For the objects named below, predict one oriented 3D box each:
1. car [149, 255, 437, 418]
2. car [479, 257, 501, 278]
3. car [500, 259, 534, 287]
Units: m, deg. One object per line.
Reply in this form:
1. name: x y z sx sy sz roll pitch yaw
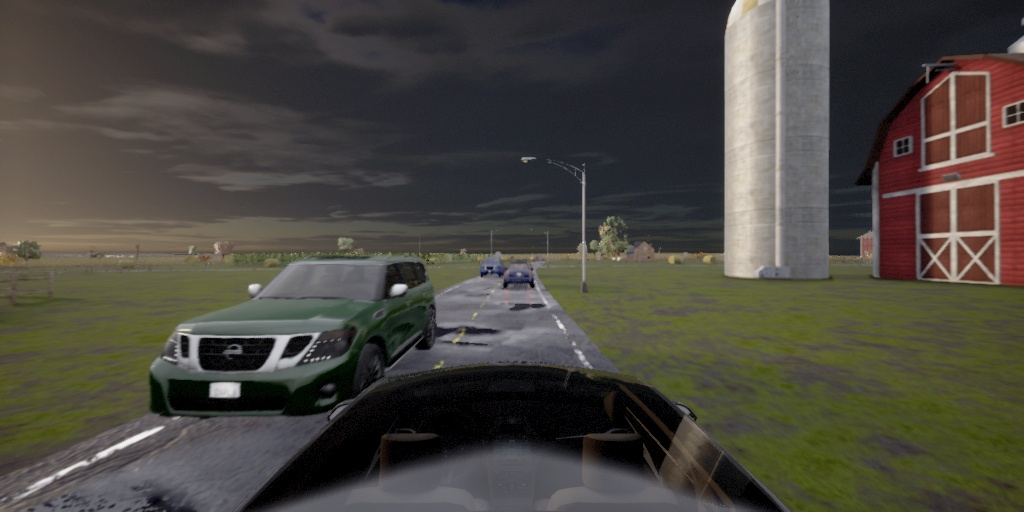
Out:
1. car: -2.825 0.994 6.303 2.150 2.045 5.566 0 0 0
2. car: -2.018 1.139 37.365 2.150 2.045 5.566 0 0 3
3. car: 0.497 1.219 25.692 2.097 1.767 4.553 0 0 1
